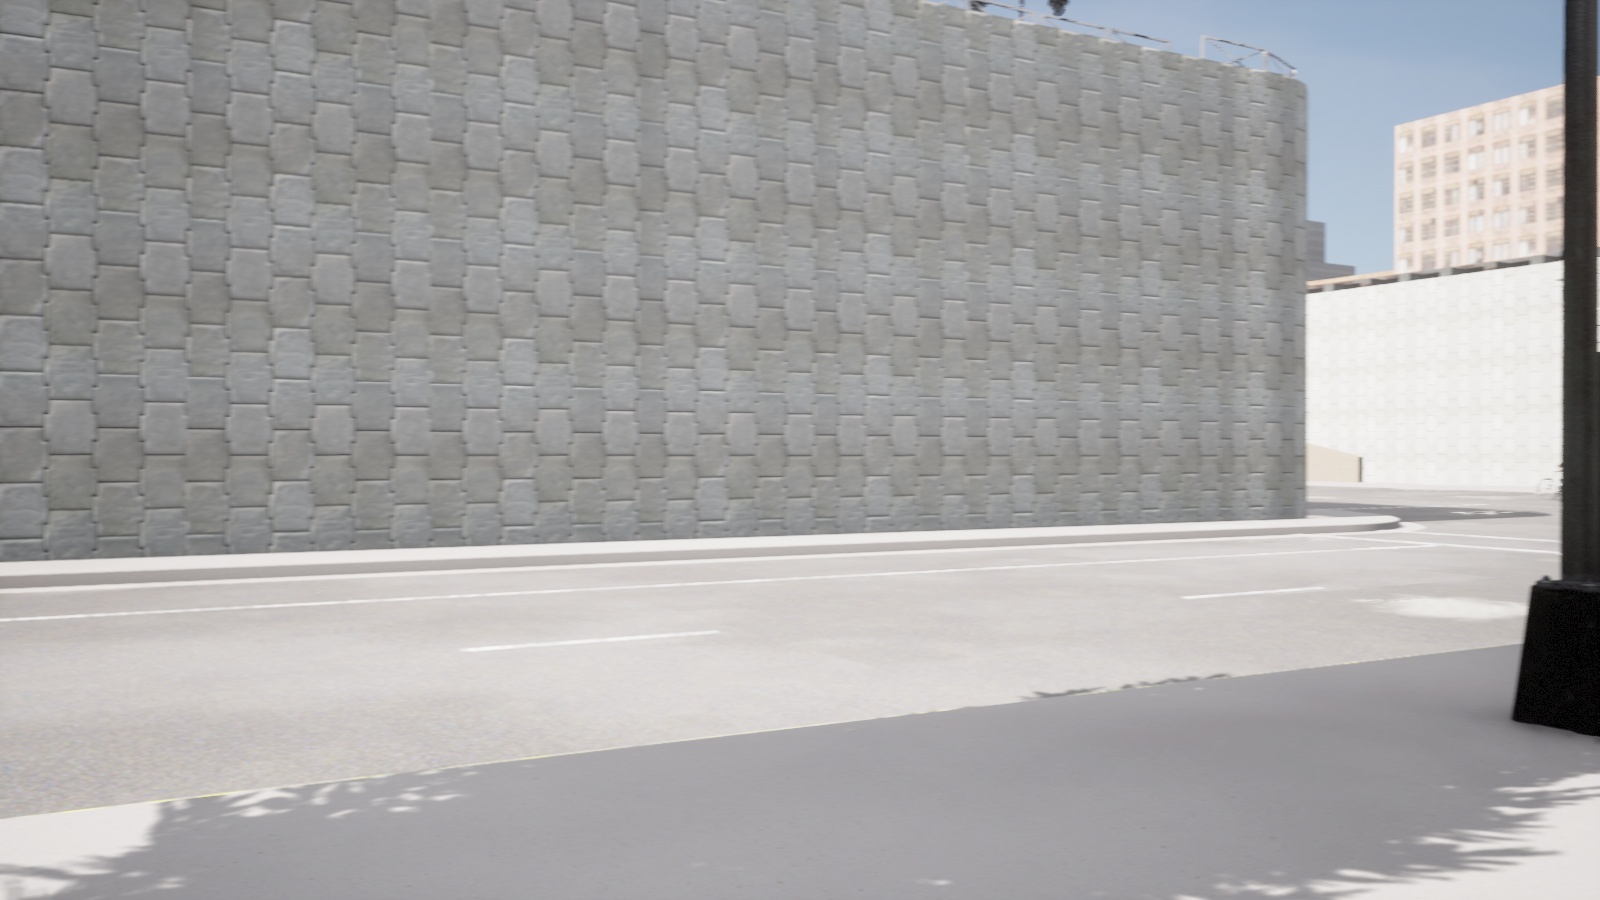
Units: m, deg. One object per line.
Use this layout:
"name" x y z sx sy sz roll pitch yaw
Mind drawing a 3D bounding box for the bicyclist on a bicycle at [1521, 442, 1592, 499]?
"bicyclist on a bicycle" 23.985 0.640 39.839 0.659 1.776 1.843 0 0 -28
